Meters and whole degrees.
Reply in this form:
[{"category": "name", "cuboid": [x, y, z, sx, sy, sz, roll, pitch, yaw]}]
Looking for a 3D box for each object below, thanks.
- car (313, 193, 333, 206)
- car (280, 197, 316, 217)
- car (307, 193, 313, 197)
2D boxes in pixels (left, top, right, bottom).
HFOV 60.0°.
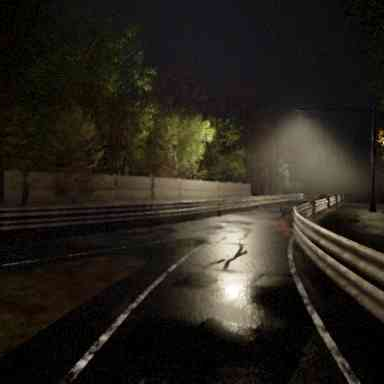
[{"category": "car", "cuboid": [18.143, 1.058, 45.423, 1.837, 1.490, 4.892, 1, 1, 28]}, {"category": "car", "cuboid": [8.640, 1.309, 27.268, 1.895, 1.301, 4.718, 1, 1, 28]}, {"category": "car", "cuboid": [22.165, 0.923, 60.427, 1.882, 1.535, 5.008, 1, 1, 28]}]
